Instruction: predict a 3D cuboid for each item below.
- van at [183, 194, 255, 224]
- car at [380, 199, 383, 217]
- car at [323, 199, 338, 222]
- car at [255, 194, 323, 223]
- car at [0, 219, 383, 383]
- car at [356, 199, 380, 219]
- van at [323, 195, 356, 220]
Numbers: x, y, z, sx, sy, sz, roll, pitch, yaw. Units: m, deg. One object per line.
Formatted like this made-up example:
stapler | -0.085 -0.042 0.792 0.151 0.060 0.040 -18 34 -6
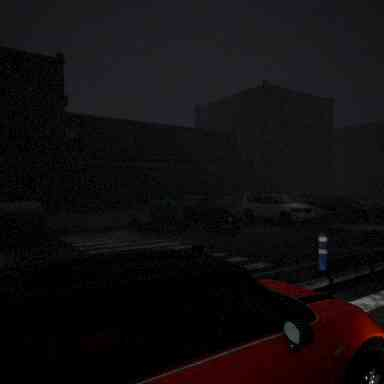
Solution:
van | 1.323 1.210 19.882 1.878 1.987 4.442 0 0 -36
car | 14.733 1.456 29.561 2.163 1.488 4.792 0 0 -36
car | 7.985 1.455 24.785 2.002 1.452 4.674 0 0 -36
car | 5.757 1.167 23.156 2.435 2.045 5.566 0 0 -36
car | -0.123 1.349 3.034 4.553 1.767 2.097 0 0 -35
car | 12.470 1.419 27.989 2.097 1.535 5.008 0 0 -36
van | 10.262 1.189 26.548 1.878 1.987 4.442 0 0 -35
